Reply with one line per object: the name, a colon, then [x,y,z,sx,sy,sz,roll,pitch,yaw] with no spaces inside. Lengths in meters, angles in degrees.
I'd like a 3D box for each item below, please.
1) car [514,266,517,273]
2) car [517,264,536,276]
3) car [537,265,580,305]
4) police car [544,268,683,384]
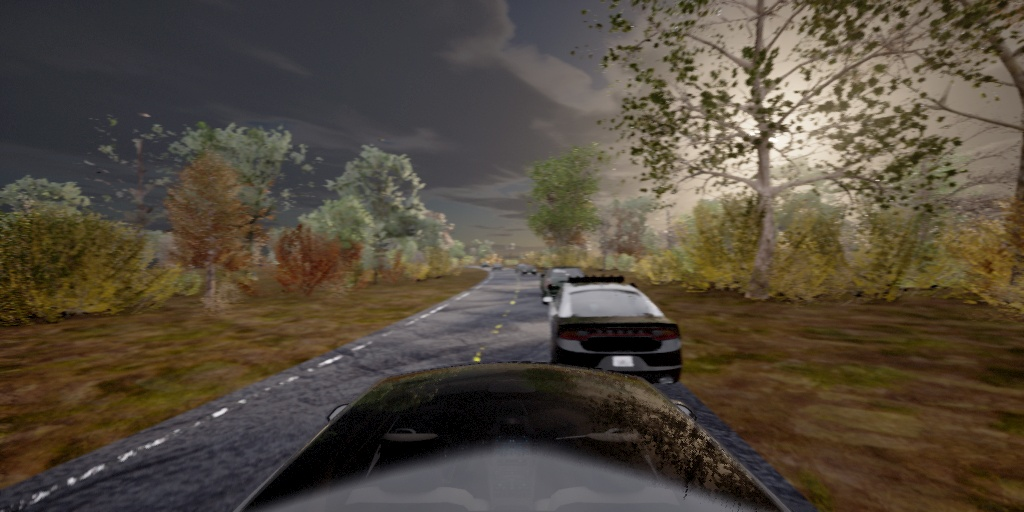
car: [1.456,1.915,56.823,2.033,1.411,5.357,-1,-1,-4]
car: [2.006,1.817,44.951,1.895,1.301,4.718,-1,-1,-2]
car: [2.446,1.230,17.197,2.097,1.767,4.553,-1,-1,3]
police car: [1.691,1.203,7.286,1.930,1.638,5.238,-1,-1,5]
